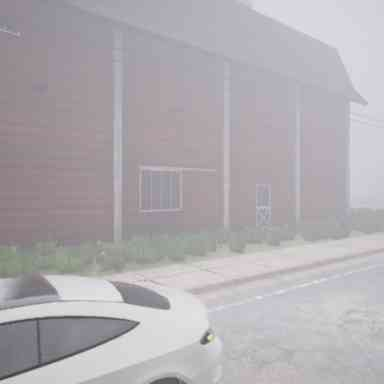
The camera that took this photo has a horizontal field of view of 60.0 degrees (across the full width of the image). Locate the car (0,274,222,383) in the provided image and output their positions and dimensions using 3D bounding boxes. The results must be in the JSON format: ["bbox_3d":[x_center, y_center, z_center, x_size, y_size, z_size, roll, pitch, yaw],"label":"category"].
[{"bbox_3d":[-1.841,1.526,2.669,4.674,1.442,1.812,0,0,-36],"label":"car"}]

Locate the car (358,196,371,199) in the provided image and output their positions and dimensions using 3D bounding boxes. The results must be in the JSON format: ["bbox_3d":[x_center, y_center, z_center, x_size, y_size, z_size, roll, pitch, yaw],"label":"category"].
[{"bbox_3d":[33.019,1.530,63.476,3.905,1.438,1.784,0,0,-36],"label":"car"}]
